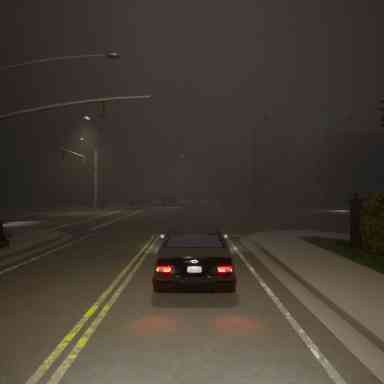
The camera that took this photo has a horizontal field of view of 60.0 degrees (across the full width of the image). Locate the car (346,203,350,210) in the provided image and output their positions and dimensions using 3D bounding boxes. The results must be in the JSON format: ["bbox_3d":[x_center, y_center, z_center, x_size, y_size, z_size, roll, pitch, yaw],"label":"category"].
[{"bbox_3d":[20.288,1.516,38.884,4.181,1.385,1.994,0,0,0],"label":"car"}]

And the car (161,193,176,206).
[{"bbox_3d":[-3.721,1.221,53.992,2.150,2.045,5.566,0,0,0],"label":"car"}]

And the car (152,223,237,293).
[{"bbox_3d":[0.053,1.547,8.959,2.033,1.411,5.357,0,0,0],"label":"car"}]

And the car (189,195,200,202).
[{"bbox_3d":[0.552,1.526,78.989,2.033,1.411,5.357,0,0,12],"label":"car"}]
